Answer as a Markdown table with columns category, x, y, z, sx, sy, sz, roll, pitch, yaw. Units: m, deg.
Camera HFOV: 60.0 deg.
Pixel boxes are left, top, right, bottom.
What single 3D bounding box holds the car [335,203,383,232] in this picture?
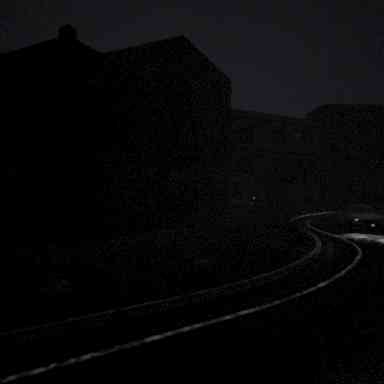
| category | x | y | z | sx | sy | sz | roll | pitch | yaw |
| --- | --- | --- | --- | --- | --- | --- | --- | --- | --- |
| car | 9.765 | 1.422 | 19.528 | 1.812 | 1.442 | 4.674 | -1 | 0 | 10 |
